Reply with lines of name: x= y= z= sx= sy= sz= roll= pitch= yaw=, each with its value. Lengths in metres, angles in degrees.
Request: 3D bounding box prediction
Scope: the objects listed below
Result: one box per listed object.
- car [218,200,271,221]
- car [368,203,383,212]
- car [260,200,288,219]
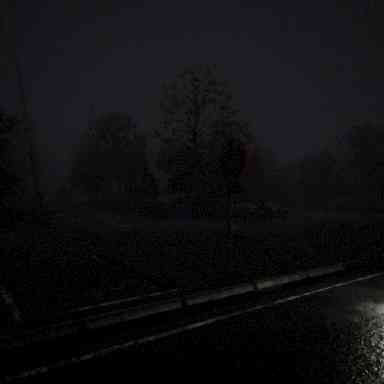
car: x=4.341 y=1.702 z=29.653 sx=2.002 sy=1.452 sz=4.674 roll=1 pitch=-1 yaw=-36
car: x=26.716 y=2.132 z=45.645 sx=2.002 sy=1.452 sz=4.674 roll=1 pitch=-1 yaw=-35
car: x=6.882 y=1.584 z=31.553 sx=2.185 sy=1.767 sz=4.553 roll=1 pitch=-1 yaw=-36
